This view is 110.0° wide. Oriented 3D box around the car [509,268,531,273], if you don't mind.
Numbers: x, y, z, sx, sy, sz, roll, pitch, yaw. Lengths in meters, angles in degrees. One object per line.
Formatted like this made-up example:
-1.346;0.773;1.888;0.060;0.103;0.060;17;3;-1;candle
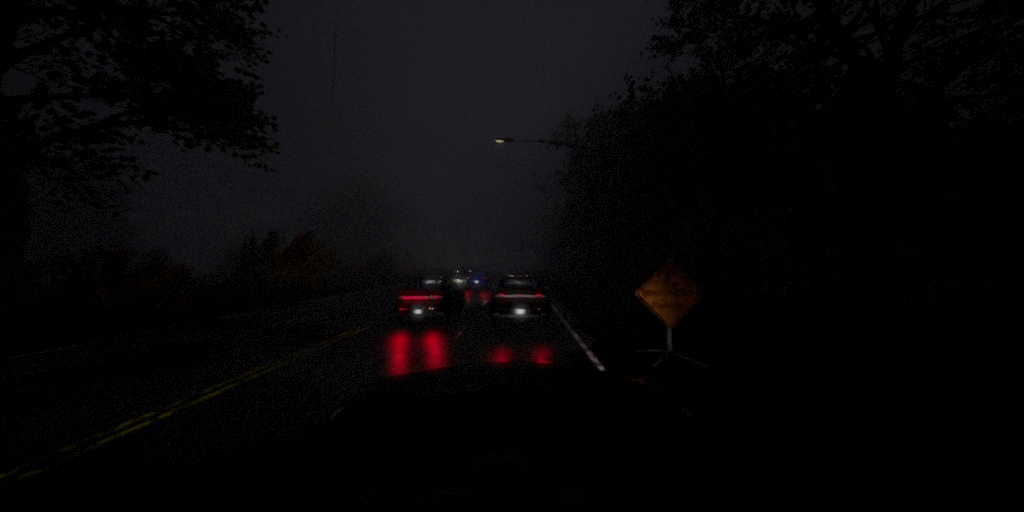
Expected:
0.558;1.734;28.697;2.128;1.511;4.902;-1;-1;1;car

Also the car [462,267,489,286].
-2.676;1.854;29.727;1.812;1.442;4.674;-1;-1;1;car

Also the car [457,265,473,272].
-5.781;1.961;45.240;2.097;1.767;4.553;-1;-1;2;car

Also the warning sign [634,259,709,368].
2.911;0.977;6.646;1.300;1.860;1.060;0;0;1;warning sign

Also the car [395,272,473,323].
-2.929;1.548;13.556;2.128;1.511;4.902;-1;-1;0;car

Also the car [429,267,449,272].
-9.053;2.141;44.459;1.837;1.490;4.892;-1;-1;1;car

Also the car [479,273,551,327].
0.269;1.440;12.328;2.128;1.511;4.902;0;-3;1;car
